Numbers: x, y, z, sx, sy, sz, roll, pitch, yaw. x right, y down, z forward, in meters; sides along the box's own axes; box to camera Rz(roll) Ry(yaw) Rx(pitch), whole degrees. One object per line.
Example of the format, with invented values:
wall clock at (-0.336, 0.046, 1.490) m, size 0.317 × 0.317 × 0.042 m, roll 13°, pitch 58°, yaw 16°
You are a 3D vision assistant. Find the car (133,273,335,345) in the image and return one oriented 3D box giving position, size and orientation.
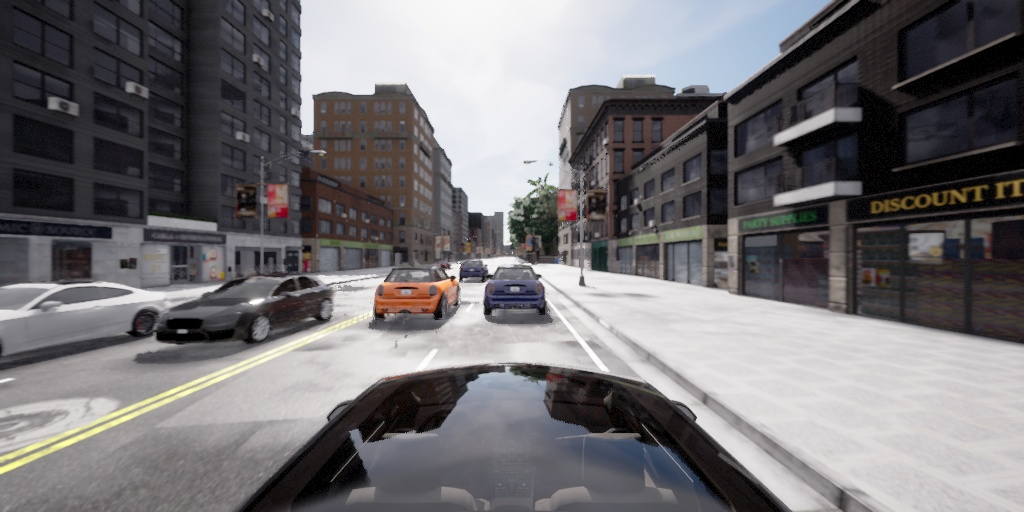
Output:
car at (-6.602, 1.255, 9.609) m, size 1.837 × 1.490 × 4.892 m, roll 0°, pitch 0°, yaw 0°

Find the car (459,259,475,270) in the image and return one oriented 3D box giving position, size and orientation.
car at (-6.575, 1.262, 52.844) m, size 1.837 × 1.490 × 4.892 m, roll 0°, pitch 0°, yaw 0°

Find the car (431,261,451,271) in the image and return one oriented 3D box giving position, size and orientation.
car at (-9.833, 1.356, 49.988) m, size 1.895 × 1.301 × 4.718 m, roll 0°, pitch 0°, yaw 0°

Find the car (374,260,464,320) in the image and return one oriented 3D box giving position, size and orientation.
car at (-3.152, 1.102, 12.803) m, size 2.097 × 1.767 × 4.553 m, roll 0°, pitch 0°, yaw 0°

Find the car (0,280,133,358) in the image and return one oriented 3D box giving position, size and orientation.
car at (-9.851, 1.276, 7.525) m, size 1.812 × 1.442 × 4.674 m, roll 0°, pitch 0°, yaw 0°

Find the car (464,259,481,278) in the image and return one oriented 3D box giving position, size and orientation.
car at (-3.156, 1.103, 30.276) m, size 2.097 × 1.767 × 4.553 m, roll 0°, pitch 0°, yaw 0°

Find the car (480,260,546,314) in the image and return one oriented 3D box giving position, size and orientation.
car at (0.098, 1.102, 13.805) m, size 2.097 × 1.767 × 4.553 m, roll 0°, pitch 0°, yaw 0°
